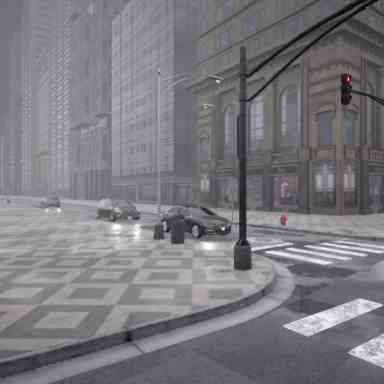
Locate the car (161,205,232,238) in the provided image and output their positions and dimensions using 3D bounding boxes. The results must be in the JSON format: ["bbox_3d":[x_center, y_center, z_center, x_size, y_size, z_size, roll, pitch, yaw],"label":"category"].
[{"bbox_3d":[0.056,1.455,17.435,1.837,1.490,4.892,0,0,-35],"label":"car"}]

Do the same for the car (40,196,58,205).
[{"bbox_3d":[-25.093,1.447,58.333,1.895,1.301,4.718,0,0,-36],"label":"car"}]

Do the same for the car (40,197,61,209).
[{"bbox_3d":[-18.846,1.379,44.154,1.837,1.490,4.892,0,-1,-35],"label":"car"}]

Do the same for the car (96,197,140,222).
[{"bbox_3d":[-5.745,1.278,25.607,2.097,1.767,4.553,0,0,-35],"label":"car"}]
